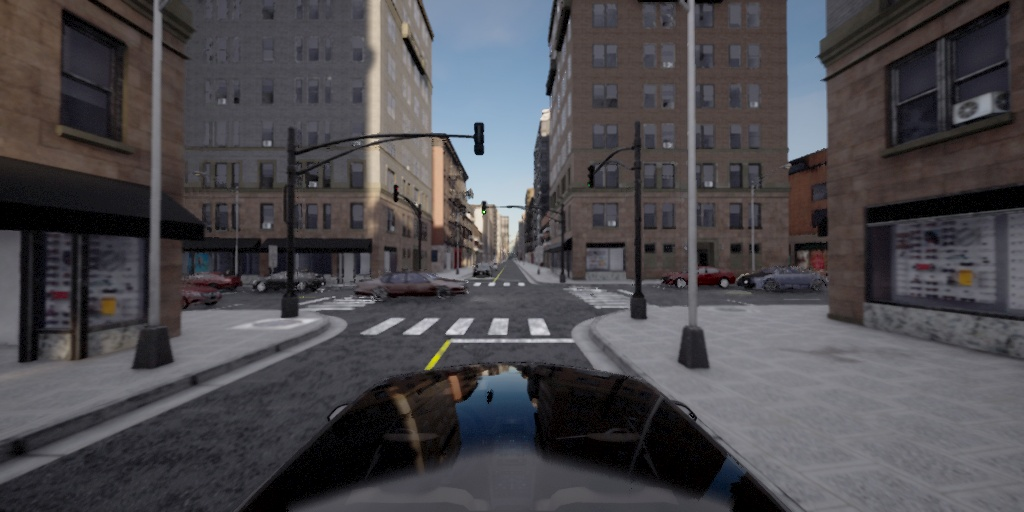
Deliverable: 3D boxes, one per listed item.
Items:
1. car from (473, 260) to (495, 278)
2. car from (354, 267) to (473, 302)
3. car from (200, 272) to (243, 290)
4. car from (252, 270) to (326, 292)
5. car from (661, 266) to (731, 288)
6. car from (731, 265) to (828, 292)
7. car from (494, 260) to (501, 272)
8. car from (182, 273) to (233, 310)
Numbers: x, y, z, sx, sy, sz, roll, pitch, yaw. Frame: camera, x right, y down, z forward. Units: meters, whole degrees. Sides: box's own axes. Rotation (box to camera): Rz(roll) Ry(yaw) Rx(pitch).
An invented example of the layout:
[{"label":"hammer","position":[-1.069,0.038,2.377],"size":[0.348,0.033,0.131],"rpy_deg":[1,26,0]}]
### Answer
[{"label":"car","position":[-3.137,1.496,38.530],"size":[1.837,1.490,4.892],"rpy_deg":[0,0,0]},{"label":"car","position":[-4.872,1.435,17.721],"size":[5.357,1.411,2.033],"rpy_deg":[-1,0,0]},{"label":"car","position":[-20.174,1.697,23.659],"size":[4.207,1.307,1.802],"rpy_deg":[0,0,0]},{"label":"car","position":[-14.645,1.610,23.628],"size":[4.403,1.370,2.007],"rpy_deg":[0,0,0]},{"label":"car","position":[12.118,1.341,23.475],"size":[4.507,1.381,1.888],"rpy_deg":[0,0,0]},{"label":"car","position":[15.498,1.296,20.706],"size":[4.181,1.385,1.994],"rpy_deg":[-1,-1,0]},{"label":"car","position":[-3.142,1.671,53.731],"size":[1.895,1.301,4.718],"rpy_deg":[0,0,0]},{"label":"car","position":[-14.669,1.544,15.103],"size":[4.207,1.307,1.802],"rpy_deg":[0,0,0]}]
